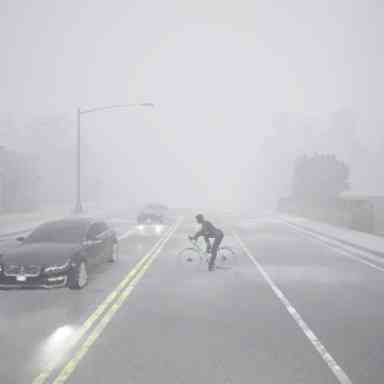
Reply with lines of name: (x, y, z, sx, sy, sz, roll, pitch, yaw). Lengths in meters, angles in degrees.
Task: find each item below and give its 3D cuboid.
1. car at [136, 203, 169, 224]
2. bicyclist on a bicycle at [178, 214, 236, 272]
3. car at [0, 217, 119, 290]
car: (-2.828, 1.547, 25.367, 2.033, 1.411, 5.357, 0, 0, 3)
bicyclist on a bicycle: (0.404, 1.454, 9.465, 1.656, 1.620, 0.582, -2, 0, 2)
car: (-3.373, 1.506, 9.146, 1.837, 1.490, 4.892, 0, 0, 2)
